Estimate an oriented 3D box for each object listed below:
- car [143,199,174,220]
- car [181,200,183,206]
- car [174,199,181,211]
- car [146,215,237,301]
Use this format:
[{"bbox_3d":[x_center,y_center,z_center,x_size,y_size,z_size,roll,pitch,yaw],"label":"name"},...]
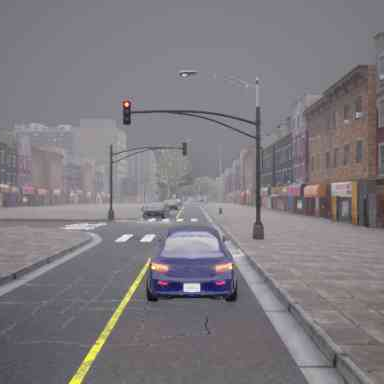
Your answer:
[{"bbox_3d":[-3.095,1.611,30.129,1.882,1.535,5.008,0,0,4],"label":"car"},{"bbox_3d":[-2.842,2.006,64.364,1.812,1.442,4.674,0,-1,0],"label":"car"},{"bbox_3d":[-2.886,1.755,45.852,1.882,1.535,5.008,0,-1,0],"label":"car"},{"bbox_3d":[-0.001,1.537,8.199,1.812,1.442,4.674,0,0,0],"label":"car"}]
